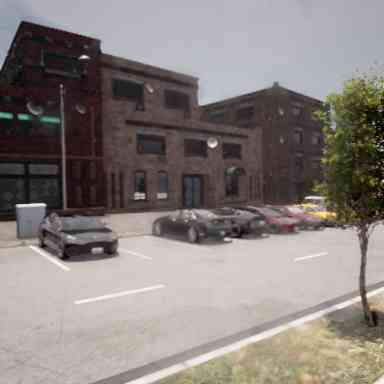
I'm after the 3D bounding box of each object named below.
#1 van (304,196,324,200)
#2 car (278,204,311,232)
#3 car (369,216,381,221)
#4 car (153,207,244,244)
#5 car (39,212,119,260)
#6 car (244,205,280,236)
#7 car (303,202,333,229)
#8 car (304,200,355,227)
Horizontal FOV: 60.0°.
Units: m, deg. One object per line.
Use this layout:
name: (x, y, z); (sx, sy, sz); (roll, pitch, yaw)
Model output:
van: (10.303, 1.336, 25.183); (1.878, 1.987, 4.442); (0, 0, -41)
car: (4.143, 1.579, 19.782); (2.163, 1.488, 4.792); (0, 0, -39)
car: (12.419, 1.602, 26.886); (2.002, 1.452, 4.674); (0, 0, -41)
car: (-0.130, 1.532, 16.382); (2.231, 1.521, 4.892); (0, 0, -38)
car: (-4.546, 1.537, 12.956); (2.163, 1.488, 4.792); (0, 0, -36)
car: (1.988, 1.571, 18.109); (2.163, 1.488, 4.792); (0, 0, -38)
car: (6.227, 1.595, 21.549); (2.002, 1.452, 4.674); (0, 0, -40)
car: (8.432, 1.555, 23.168); (1.946, 1.575, 5.366); (0, 0, -40)
